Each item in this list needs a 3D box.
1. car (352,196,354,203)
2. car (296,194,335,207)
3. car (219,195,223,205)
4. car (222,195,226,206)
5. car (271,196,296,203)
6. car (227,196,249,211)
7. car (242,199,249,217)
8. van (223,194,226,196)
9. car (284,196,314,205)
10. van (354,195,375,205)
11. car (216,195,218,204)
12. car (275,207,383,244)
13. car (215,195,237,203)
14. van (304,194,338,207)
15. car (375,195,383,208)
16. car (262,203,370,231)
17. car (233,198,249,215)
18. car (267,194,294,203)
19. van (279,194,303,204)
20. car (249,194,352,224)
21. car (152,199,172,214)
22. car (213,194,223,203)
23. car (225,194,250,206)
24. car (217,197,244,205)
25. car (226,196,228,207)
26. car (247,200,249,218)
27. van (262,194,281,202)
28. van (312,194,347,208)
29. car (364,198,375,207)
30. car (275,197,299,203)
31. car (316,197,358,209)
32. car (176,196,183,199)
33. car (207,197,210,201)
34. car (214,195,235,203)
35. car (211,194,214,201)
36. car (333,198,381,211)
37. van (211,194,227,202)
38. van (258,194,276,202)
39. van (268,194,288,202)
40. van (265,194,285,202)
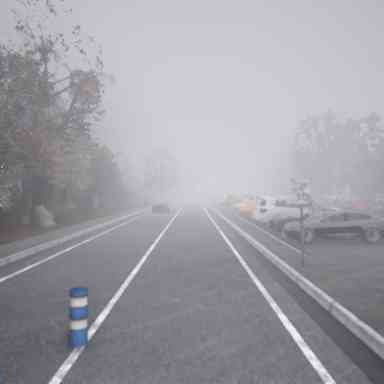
[{"bbox_3d":[20.113,1.550,38.190,4.792,1.488,2.163,0,0,1],"label":"car"},{"bbox_3d":[20.201,1.329,54.677,5.566,2.045,2.435,0,0,0],"label":"car"},{"bbox_3d":[7.097,1.605,52.101,4.792,1.488,2.163,0,0,1],"label":"car"},{"bbox_3d":[7.107,1.578,46.547,4.792,1.488,2.163,0,0,1],"label":"car"},{"bbox_3d":[20.395,1.674,74.068,5.008,1.535,2.097,0,0,1],"label":"car"},{"bbox_3d":[6.795,1.531,35.577,5.366,1.575,1.946,0,0,1],"label":"car"},{"bbox_3d":[6.912,1.565,27.127,4.892,1.521,2.231,0,0,1],"label":"car"},{"bbox_3d":[7.218,1.336,49.325,4.442,1.987,1.878,0,0,1],"label":"van"},{"bbox_3d":[20.297,1.621,62.987,5.008,1.535,2.097,0,0,1],"label":"car"},{"bbox_3d":[20.176,1.300,35.417,4.442,1.987,1.878,0,0,1],"label":"van"},{"bbox_3d":[7.146,1.632,57.653,4.792,1.488,2.163,0,0,1],"label":"car"},{"bbox_3d":[6.779,1.636,16.023,4.792,1.488,2.163,0,0,1],"label":"car"},{"bbox_3d":[7.266,1.544,71.534,4.553,1.767,2.185,0,0,1],"label":"car"},{"bbox_3d":[20.088,1.341,51.909,4.442,1.987,1.878,0,0,1],"label":"van"},{"bbox_3d":[20.038,1.294,29.755,5.566,2.045,2.435,0,0,0],"label":"car"},{"bbox_3d":[6.838,1.596,18.798,5.008,1.535,2.097,0,0,1],"label":"car"},{"bbox_3d":[6.745,1.550,29.904,5.366,1.575,1.946,0,0,1],"label":"car"},{"bbox_3d":[20.397,1.437,76.964,5.566,2.045,2.435,0,0,1],"label":"car"},{"bbox_3d":[20.469,1.422,68.653,4.442,1.987,1.878,0,0,1],"label":"van"},{"bbox_3d":[6.886,1.334,21.573,5.566,2.045,2.435,0,0,1],"label":"car"},{"bbox_3d":[-3.289,1.522,36.774,1.882,1.535,5.008,0,0,0],"label":"car"},{"bbox_3d":[7.014,1.613,60.430,5.366,1.575,1.946,0,0,1],"label":"car"},{"bbox_3d":[7.084,1.412,43.775,4.553,1.767,2.185,0,0,1],"label":"car"},{"bbox_3d":[7.230,1.631,63.204,4.892,1.521,2.231,0,0,1],"label":"car"},{"bbox_3d":[7.022,1.531,40.996,4.892,1.521,2.231,0,0,1],"label":"car"},{"bbox_3d":[7.067,1.571,24.349,5.366,1.575,1.946,0,0,1],"label":"car"},{"bbox_3d":[20.382,1.503,85.283,4.442,1.987,1.878,0,-1,1],"label":"van"},{"bbox_3d":[20.297,1.328,49.136,4.442,1.987,1.878,0,0,1],"label":"van"},{"bbox_3d":[20.006,1.564,32.525,4.792,1.488,2.163,0,0,0],"label":"car"},{"bbox_3d":[20.374,1.701,71.296,4.674,1.452,2.002,0,0,0],"label":"car"},{"bbox_3d":[20.161,1.540,46.367,5.008,1.535,2.097,0,0,1],"label":"car"},{"bbox_3d":[-2.940,1.497,78.842,1.812,1.442,4.674,0,-1,0],"label":"car"},{"bbox_3d":[7.448,1.486,85.414,5.566,2.045,2.435,0,0,1],"label":"car"},{"bbox_3d":[7.291,1.558,74.310,4.553,1.767,2.185,0,0,1],"label":"car"},{"bbox_3d":[7.088,1.654,68.758,5.366,1.575,1.946,0,0,1],"label":"car"},{"bbox_3d":[20.136,1.551,40.829,4.792,1.488,2.163,0,0,1],"label":"car"},{"bbox_3d":[7.352,1.612,90.950,4.442,1.987,1.878,0,-1,1],"label":"van"},{"bbox_3d":[20.430,1.601,90.673,4.442,1.987,1.878,0,-1,1],"label":"van"},{"bbox_3d":[20.567,1.476,79.733,4.442,1.987,1.878,0,0,1],"label":"van"},{"bbox_3d":[20.590,1.489,82.378,4.442,1.987,1.878,0,0,1],"label":"van"}]
